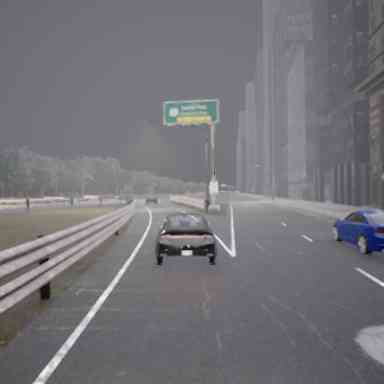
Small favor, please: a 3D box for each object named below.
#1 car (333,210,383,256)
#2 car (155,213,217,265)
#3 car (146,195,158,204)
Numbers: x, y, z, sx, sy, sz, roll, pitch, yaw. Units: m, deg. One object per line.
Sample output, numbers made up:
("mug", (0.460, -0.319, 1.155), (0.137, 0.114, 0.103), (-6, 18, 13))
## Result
("car", (6.969, 1.407, 12.792), (1.882, 1.535, 5.008), (-1, 0, 7))
("car", (-0.259, 1.477, 11.669), (2.128, 1.511, 4.902), (0, 0, -3))
("car", (-7.363, 1.277, 60.770), (2.097, 1.767, 4.553), (-1, 0, -9))
